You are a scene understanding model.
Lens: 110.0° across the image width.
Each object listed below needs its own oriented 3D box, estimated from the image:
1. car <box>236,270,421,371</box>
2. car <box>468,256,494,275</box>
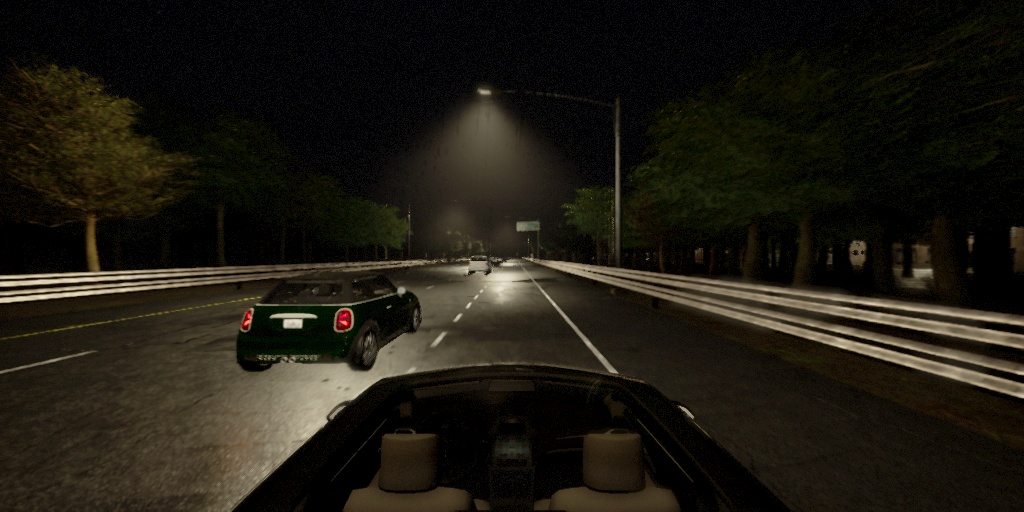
[{"bbox_3d":[-3.503,1.102,7.864,2.097,1.767,4.553,0,0,0],"label":"car"},{"bbox_3d":[-3.449,1.003,39.159,2.150,2.045,5.566,0,0,0],"label":"car"}]
